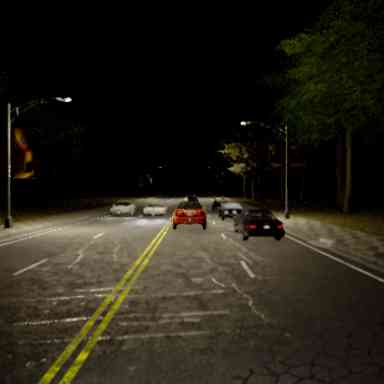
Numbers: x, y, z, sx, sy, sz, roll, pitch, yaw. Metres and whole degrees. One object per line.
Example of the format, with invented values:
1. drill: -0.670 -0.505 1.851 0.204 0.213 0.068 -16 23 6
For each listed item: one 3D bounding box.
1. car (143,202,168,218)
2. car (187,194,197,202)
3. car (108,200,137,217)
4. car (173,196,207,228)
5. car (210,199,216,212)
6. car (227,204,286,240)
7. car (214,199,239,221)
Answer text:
1. car: -3.355 1.638 31.058 1.895 1.301 4.718 0 0 0
2. car: -0.011 1.296 74.132 2.033 1.411 5.357 0 1 0
3. car: -6.604 1.564 32.239 1.812 1.442 4.674 0 0 0
4. car: -0.119 1.381 22.286 2.097 1.767 4.553 0 0 1
5. car: 3.244 1.536 38.967 2.128 1.511 4.902 0 0 0
6. car: 3.247 1.573 16.967 2.033 1.411 5.357 0 0 0
7. car: 3.245 1.582 27.967 2.033 1.411 5.357 0 0 0
